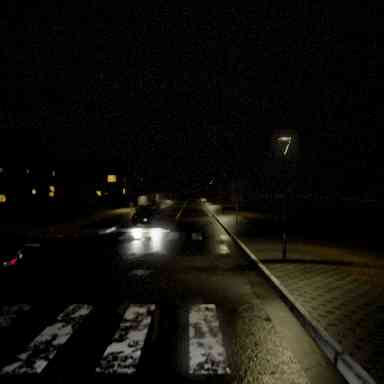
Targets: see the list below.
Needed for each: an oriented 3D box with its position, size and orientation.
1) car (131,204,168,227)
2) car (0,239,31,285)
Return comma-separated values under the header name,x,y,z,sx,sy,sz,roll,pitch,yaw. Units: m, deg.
name,x,y,z,sx,sy,sz,roll,pitch,yaw
car,-2.772,1.540,22.557,1.994,1.385,4.181,0,0,3
car,-6.507,1.364,7.256,5.357,1.411,2.033,5,0,-17
